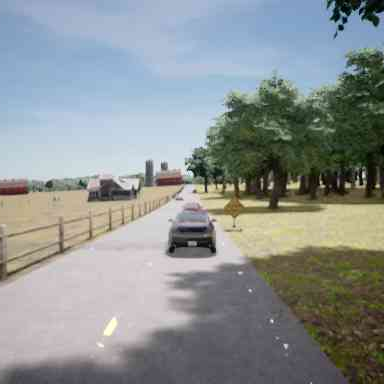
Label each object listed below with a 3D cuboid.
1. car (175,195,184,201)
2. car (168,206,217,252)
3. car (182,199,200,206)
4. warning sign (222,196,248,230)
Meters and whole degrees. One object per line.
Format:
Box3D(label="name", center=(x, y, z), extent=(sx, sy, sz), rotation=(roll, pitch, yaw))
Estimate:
Box3D(label="car", center=(-2.681, 1.299, 70.906), extent=(1.895, 1.301, 4.718), rotation=(0, 1, 0))
Box3D(label="car", center=(0.017, 1.584, 14.287), extent=(1.837, 1.490, 4.892), rotation=(0, 0, 0))
Box3D(label="car", center=(0.033, 1.644, 29.379), extent=(1.812, 1.442, 4.674), rotation=(0, 0, 0))
Box3D(label="warning sign", center=(2.487, 1.207, 19.416), extent=(1.300, 1.860, 1.060), rotation=(1, 1, 0))
